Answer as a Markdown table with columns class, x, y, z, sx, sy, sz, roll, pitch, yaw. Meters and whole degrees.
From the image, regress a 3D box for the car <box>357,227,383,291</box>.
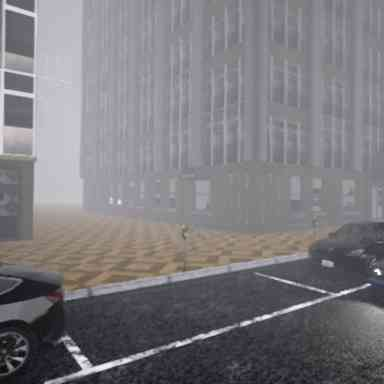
| class | x | y | z | sx | sy | sz | roll | pitch | yaw |
| --- | --- | --- | --- | --- | --- | --- | --- | --- | --- |
| car | 6.410 | 1.605 | 7.950 | 5.357 | 1.411 | 2.033 | 0 | 0 | -35 |

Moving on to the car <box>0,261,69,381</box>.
| class | x | y | z | sx | sy | sz | roll | pitch | yaw |
| --- | --- | --- | --- | --- | --- | --- | --- | --- | --- |
| car | -3.720 | 1.561 | 3.901 | 4.313 | 1.339 | 1.947 | 0 | 0 | -35 |

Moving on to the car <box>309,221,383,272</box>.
| class | x | y | z | sx | sy | sz | roll | pitch | yaw |
| --- | --- | --- | --- | --- | --- | --- | --- | --- | --- |
| car | 5.545 | 1.629 | 10.507 | 4.313 | 1.339 | 1.947 | 0 | 0 | -35 |
